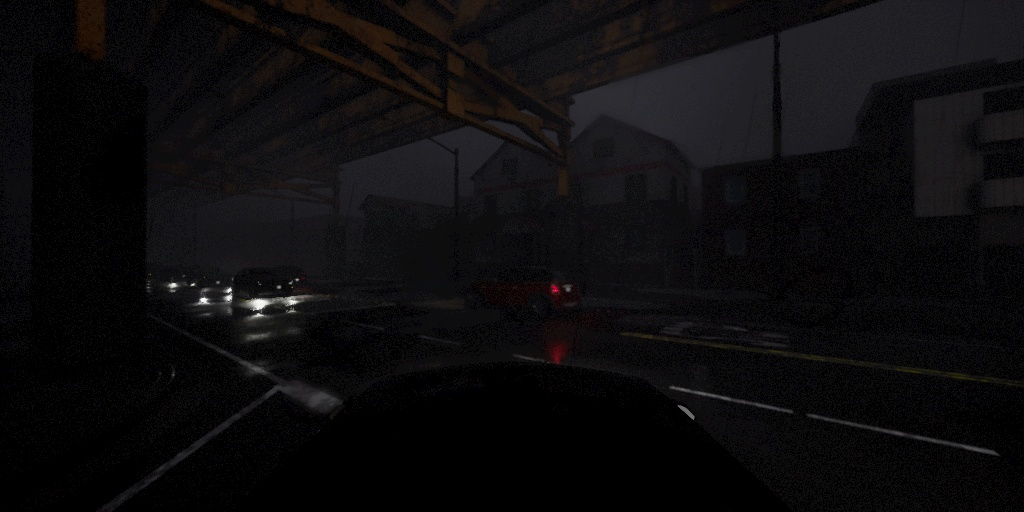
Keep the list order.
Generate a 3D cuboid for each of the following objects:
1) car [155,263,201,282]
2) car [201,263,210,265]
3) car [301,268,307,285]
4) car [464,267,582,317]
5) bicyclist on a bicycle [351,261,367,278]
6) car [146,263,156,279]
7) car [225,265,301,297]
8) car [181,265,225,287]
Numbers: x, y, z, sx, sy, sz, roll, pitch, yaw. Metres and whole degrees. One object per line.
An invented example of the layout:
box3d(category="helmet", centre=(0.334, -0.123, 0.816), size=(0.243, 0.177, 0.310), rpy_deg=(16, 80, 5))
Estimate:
box3d(category="car", centre=(-29.396, 1.532, 31.577), size=(4.181, 1.385, 1.994), rpy_deg=(0, -1, 37))
box3d(category="car", centre=(-35.076, 1.523, 40.145), size=(4.902, 1.511, 2.128), rpy_deg=(0, -1, 33))
box3d(category="car", centre=(-17.286, 1.444, 27.100), size=(4.892, 1.490, 1.837), rpy_deg=(0, -1, 37))
box3d(category="car", centre=(0.283, 1.197, 13.852), size=(4.553, 1.767, 2.097), rpy_deg=(0, -1, 37))
box3d(category="bicyclist on a bicycle", centre=(-14.597, 1.299, 34.210), size=(0.582, 1.620, 1.656), rpy_deg=(0, 0, 37))
box3d(category="car", centre=(-36.974, 1.510, 36.833), size=(4.892, 1.490, 1.837), rpy_deg=(0, -1, 32))
box3d(category="car", centre=(-13.944, 1.392, 19.962), size=(4.892, 1.490, 1.837), rpy_deg=(-1, -1, 37))
box3d(category="car", centre=(-22.018, 1.530, 26.064), size=(4.718, 1.301, 1.895), rpy_deg=(0, -1, 37))
